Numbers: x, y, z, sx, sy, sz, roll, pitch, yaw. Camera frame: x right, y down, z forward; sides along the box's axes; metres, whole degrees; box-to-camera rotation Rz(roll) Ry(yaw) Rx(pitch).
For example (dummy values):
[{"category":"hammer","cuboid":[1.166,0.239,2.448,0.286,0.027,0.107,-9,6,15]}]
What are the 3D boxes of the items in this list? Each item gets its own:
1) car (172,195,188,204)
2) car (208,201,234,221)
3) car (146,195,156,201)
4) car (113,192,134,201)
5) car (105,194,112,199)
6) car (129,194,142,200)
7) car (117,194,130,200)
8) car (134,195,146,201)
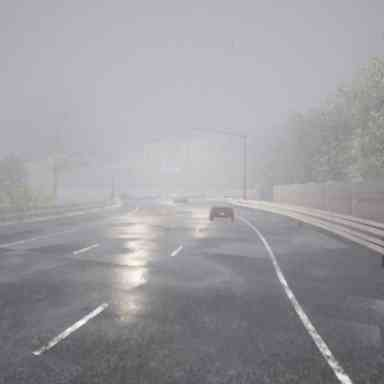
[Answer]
[{"category":"car","cuboid":[-2.230,1.342,62.082,2.097,1.767,4.553,1,0,-17]},{"category":"car","cuboid":[2.382,1.515,27.917,1.882,1.535,5.008,1,0,1]},{"category":"car","cuboid":[-10.606,1.372,82.891,1.882,1.535,5.008,1,0,-29]},{"category":"car","cuboid":[-16.381,1.049,78.841,2.150,2.045,5.566,1,0,-29]},{"category":"car","cuboid":[-21.599,1.261,87.882,2.128,1.511,4.902,1,0,-33]},{"category":"car","cuboid":[-15.406,1.369,91.195,1.994,1.385,4.181,1,0,-33]},{"category":"car","cuboid":[-18.389,1.338,89.364,1.994,1.385,4.181,1,0,-33]},{"category":"car","cuboid":[-13.689,1.456,81.244,1.895,1.301,4.718,1,0,-29]}]
